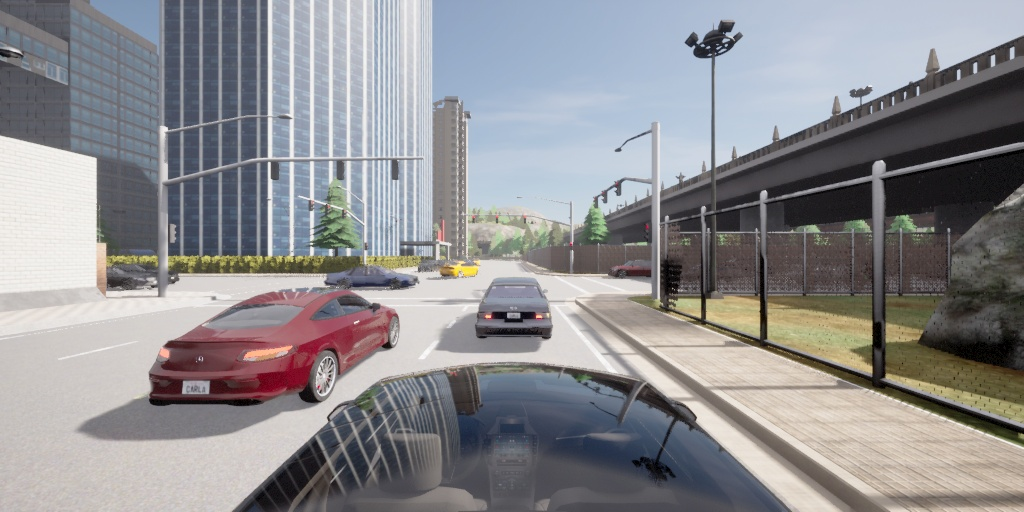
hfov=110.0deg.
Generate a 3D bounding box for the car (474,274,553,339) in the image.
[{"bbox_3d":[0.078,1.297,10.052,2.033,1.411,5.357,0,0,1],"label":"car"}]

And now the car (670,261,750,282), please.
[{"bbox_3d":[15.835,1.353,29.203,5.357,1.411,2.033,0,0,0],"label":"car"}]

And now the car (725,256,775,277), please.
[{"bbox_3d":[20.773,1.027,32.724,5.566,2.045,2.150,0,0,0],"label":"car"}]

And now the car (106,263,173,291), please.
[{"bbox_3d":[-24.049,1.331,21.853,4.674,1.442,1.812,0,0,-1],"label":"car"}]

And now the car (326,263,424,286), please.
[{"bbox_3d":[-8.487,1.324,21.899,5.357,1.411,2.033,0,0,0],"label":"car"}]

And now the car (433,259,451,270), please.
[{"bbox_3d":[-10.700,1.276,55.030,1.812,1.442,4.674,0,0,0],"label":"car"}]

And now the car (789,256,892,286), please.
[{"bbox_3d":[22.965,1.027,25.534,5.566,2.045,2.150,0,0,0],"label":"car"}]

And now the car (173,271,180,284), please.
[{"bbox_3d":[-26.464,1.283,25.324,5.008,1.535,1.882,0,0,0],"label":"car"}]

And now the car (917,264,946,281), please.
[{"bbox_3d":[36.095,1.310,29.271,4.892,1.490,1.837,0,0,0],"label":"car"}]

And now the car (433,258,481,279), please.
[{"bbox_3d":[-4.841,1.259,33.919,1.882,1.535,5.008,1,0,26],"label":"car"}]

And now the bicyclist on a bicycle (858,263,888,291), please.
[{"bbox_3d":[18.264,1.106,18.231,0.582,1.620,1.656,0,0,0],"label":"bicyclist on a bicycle"}]

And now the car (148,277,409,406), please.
[{"bbox_3d":[-3.450,1.276,6.231,1.812,1.442,4.674,0,0,0],"label":"car"}]

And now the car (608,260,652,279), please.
[{"bbox_3d":[11.196,1.157,32.746,4.553,1.767,2.097,0,0,2],"label":"car"}]

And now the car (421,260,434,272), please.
[{"bbox_3d":[-10.685,1.255,45.791,1.837,1.490,4.892,0,0,0],"label":"car"}]
